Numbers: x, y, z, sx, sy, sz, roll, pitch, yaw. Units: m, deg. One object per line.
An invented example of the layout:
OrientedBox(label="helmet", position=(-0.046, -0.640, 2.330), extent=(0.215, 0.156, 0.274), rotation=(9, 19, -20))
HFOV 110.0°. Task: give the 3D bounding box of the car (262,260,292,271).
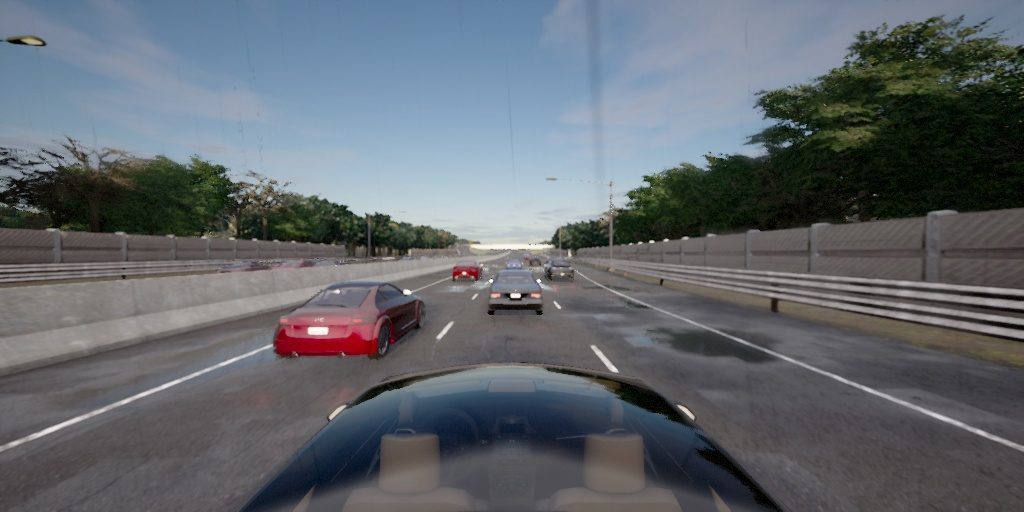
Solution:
OrientedBox(label="car", position=(-17.521, 1.036, 29.267), extent=(1.882, 1.535, 5.008), rotation=(0, 0, 0))

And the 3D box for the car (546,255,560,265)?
OrientedBox(label="car", position=(7.389, 0.718, 64.454), extent=(2.097, 1.767, 4.553), rotation=(0, 0, 1))

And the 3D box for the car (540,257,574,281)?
OrientedBox(label="car", position=(3.564, 1.063, 27.544), extent=(2.128, 1.511, 4.902), rotation=(0, 0, 0))

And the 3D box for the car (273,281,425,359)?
OrientedBox(label="car", position=(-3.393, 1.268, 8.286), extent=(1.994, 1.385, 4.181), rotation=(0, 0, 0))

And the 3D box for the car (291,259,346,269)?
OrientedBox(label="car", position=(-14.034, 1.119, 27.409), extent=(2.033, 1.411, 5.357), rotation=(0, 0, 0))

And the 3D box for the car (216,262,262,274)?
OrientedBox(label="car", position=(-21.026, 1.128, 28.336), extent=(1.994, 1.385, 4.181), rotation=(0, 0, 0))

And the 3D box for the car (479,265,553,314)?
OrientedBox(label="car", position=(0.113, 1.218, 13.219), extent=(2.033, 1.411, 5.357), rotation=(0, 0, 0))

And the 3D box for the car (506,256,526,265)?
OrientedBox(label="car", position=(0.249, 1.034, 40.767), extent=(2.033, 1.411, 5.357), rotation=(0, 0, 1))

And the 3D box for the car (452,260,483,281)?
OrientedBox(label="car", position=(-3.334, 1.049, 27.577), extent=(1.882, 1.535, 5.008), rotation=(0, 0, 0))

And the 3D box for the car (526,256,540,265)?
OrientedBox(label="car", position=(3.840, 0.882, 60.280), extent=(1.837, 1.490, 4.892), rotation=(0, 0, 1))
